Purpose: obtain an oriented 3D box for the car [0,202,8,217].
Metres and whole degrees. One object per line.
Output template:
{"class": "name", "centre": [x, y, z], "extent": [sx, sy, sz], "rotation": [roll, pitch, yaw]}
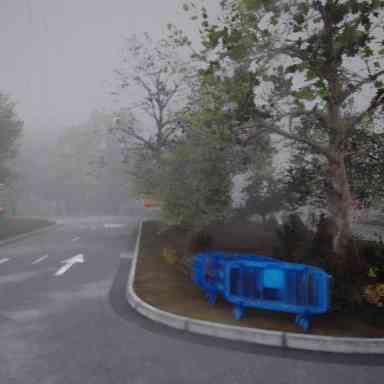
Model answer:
{"class": "car", "centre": [-27.012, 2.313, 43.059], "extent": [5.566, 2.045, 2.150], "rotation": [1, -2, -9]}
